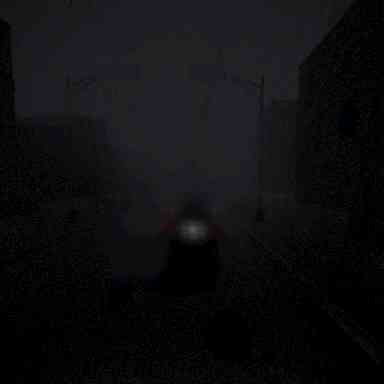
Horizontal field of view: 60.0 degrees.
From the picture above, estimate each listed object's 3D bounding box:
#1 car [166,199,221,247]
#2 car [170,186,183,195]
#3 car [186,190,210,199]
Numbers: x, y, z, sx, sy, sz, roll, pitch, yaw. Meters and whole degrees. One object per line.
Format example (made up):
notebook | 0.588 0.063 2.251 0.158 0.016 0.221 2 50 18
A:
car | 0.076 1.188 13.150 1.994 1.385 4.181 0 2 1
car | -2.561 -0.266 57.879 1.812 1.442 4.674 0 2 1
car | 0.536 0.600 29.048 1.882 1.535 5.008 0 2 3
